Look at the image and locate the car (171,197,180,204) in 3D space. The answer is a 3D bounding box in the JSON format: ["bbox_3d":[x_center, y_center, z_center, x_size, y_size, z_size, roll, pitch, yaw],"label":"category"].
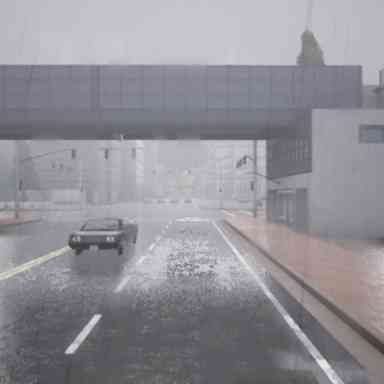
[{"bbox_3d":[-4.596,2.337,87.906,1.994,1.385,4.181,0,-1,0],"label":"car"}]

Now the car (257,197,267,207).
[{"bbox_3d":[13.135,1.721,60.850,1.932,1.855,4.605,0,-1,0],"label":"car"}]

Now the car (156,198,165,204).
[{"bbox_3d":[-8.085,2.344,86.232,2.033,1.411,5.357,0,-1,0],"label":"car"}]

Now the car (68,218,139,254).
[{"bbox_3d":[-3.498,1.733,14.109,1.895,1.301,4.718,0,0,0],"label":"car"}]

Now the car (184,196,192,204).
[{"bbox_3d":[-1.094,2.365,87.657,1.895,1.301,4.718,0,-1,0],"label":"car"}]

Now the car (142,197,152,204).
[{"bbox_3d":[-11.585,2.160,86.240,2.097,1.767,4.553,0,-1,0],"label":"car"}]
